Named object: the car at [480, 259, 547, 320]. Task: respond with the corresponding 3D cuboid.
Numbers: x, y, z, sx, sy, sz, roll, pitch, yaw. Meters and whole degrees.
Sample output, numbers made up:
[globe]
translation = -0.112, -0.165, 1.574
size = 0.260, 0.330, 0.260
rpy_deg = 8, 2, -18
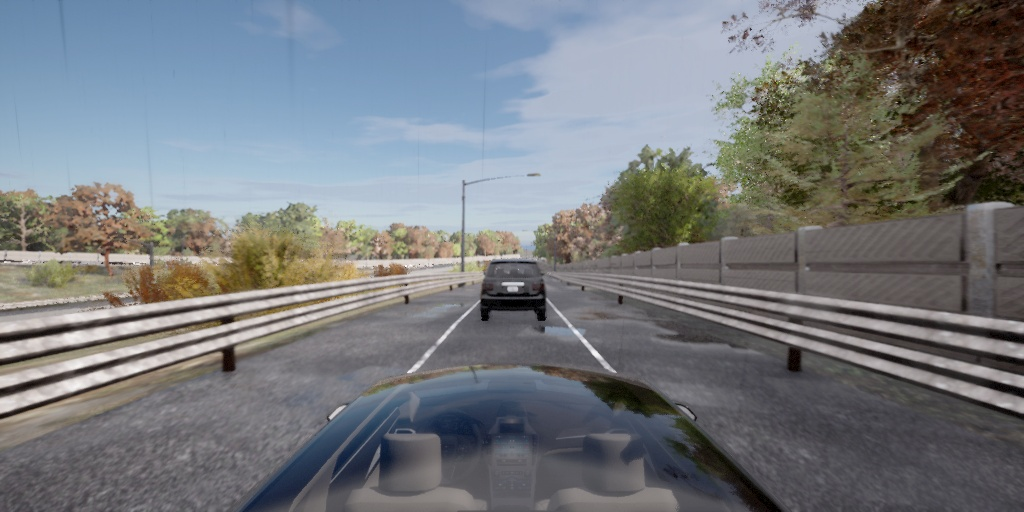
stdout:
[car]
translation = 0.064, 1.140, 13.471
size = 2.150, 2.045, 5.566
rpy_deg = 0, -1, 1
